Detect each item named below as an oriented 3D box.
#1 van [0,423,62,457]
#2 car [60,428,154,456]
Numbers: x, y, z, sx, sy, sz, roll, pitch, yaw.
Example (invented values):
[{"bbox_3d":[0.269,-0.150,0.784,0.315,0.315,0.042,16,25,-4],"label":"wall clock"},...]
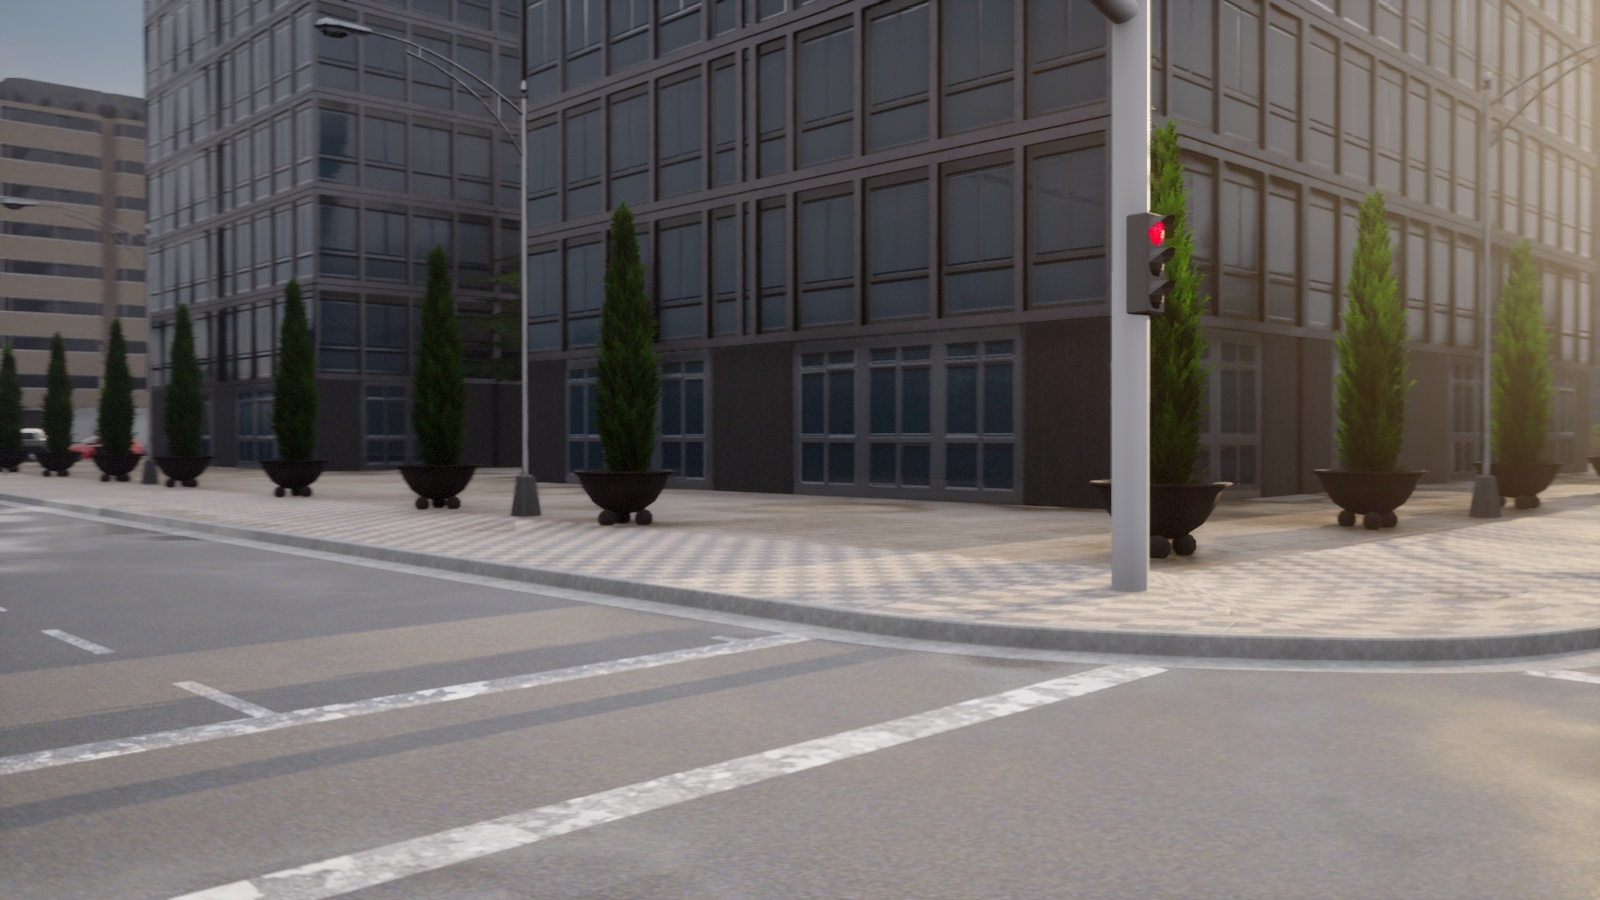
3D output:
[{"bbox_3d":[-47.936,-0.640,76.758,4.480,2.038,2.069,0,1,-44],"label":"van"},{"bbox_3d":[-42.503,-0.496,77.089,4.611,1.667,2.242,0,1,-43],"label":"car"}]
